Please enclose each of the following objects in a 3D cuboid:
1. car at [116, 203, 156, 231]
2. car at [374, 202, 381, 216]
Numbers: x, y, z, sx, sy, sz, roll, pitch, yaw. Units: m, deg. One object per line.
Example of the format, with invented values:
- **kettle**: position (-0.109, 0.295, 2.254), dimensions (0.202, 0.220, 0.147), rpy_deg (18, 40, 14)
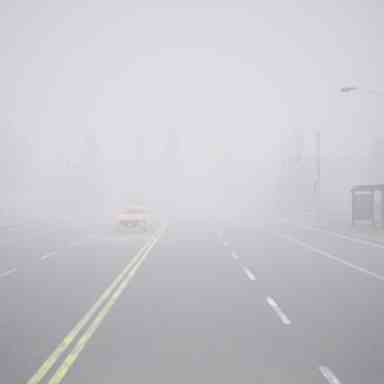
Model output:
- **car**: position (-3.784, 1.716, 22.475), dimensions (1.882, 1.535, 5.008), rpy_deg (0, -1, -1)
- **car**: position (21.195, 1.781, 35.665), dimensions (4.902, 1.511, 2.128), rpy_deg (0, -1, 0)
